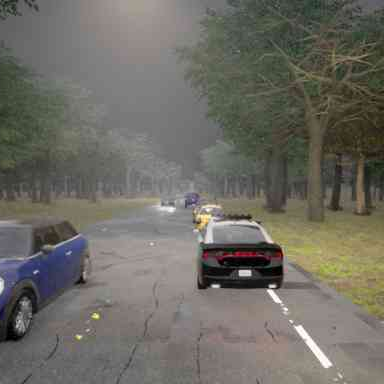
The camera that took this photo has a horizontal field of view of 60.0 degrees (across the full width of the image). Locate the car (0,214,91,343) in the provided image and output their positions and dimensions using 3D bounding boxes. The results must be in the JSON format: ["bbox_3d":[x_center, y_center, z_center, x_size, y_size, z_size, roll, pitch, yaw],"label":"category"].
[{"bbox_3d":[-3.586,1.347,6.463,2.097,1.767,4.553,0,0,0],"label":"car"}]

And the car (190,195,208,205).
[{"bbox_3d":[1.102,1.313,25.110,2.097,1.767,4.553,0,0,0],"label":"car"}]

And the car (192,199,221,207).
[{"bbox_3d":[1.090,1.431,19.328,1.801,1.575,5.366,0,0,0],"label":"car"}]

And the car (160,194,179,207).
[{"bbox_3d":[-3.496,1.364,48.516,2.128,1.511,4.902,0,0,0],"label":"car"}]

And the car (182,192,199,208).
[{"bbox_3d":[0.109,1.106,45.873,2.150,2.045,5.566,0,0,0],"label":"car"}]

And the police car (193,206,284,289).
[{"bbox_3d":[1.069,1.418,9.246,1.930,1.638,5.238,0,0,0],"label":"police car"}]

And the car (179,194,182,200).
[{"bbox_3d":[-3.329,1.208,82.836,1.812,1.442,4.674,0,0,0],"label":"car"}]

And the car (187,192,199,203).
[{"bbox_3d":[0.133,1.010,64.143,2.150,2.045,5.566,0,0,0],"label":"car"}]
